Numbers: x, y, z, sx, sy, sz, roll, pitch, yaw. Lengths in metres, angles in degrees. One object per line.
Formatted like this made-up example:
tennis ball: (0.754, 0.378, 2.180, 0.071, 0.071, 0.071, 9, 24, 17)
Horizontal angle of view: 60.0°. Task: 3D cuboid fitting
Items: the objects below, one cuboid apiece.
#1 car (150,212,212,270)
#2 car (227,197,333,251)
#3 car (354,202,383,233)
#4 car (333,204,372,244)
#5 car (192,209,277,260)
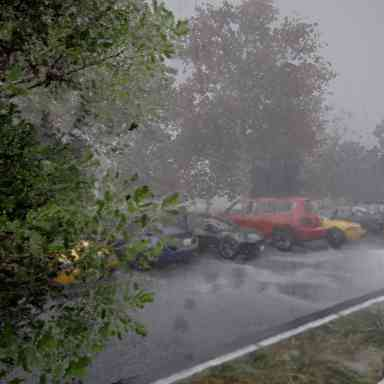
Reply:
car: (-2.057, 1.533, 10.953, 4.792, 1.488, 2.163, -1, -1, 35)
car: (2.785, 1.249, 14.414, 5.566, 2.045, 2.435, -1, 0, 34)
car: (7.635, 1.499, 17.867, 4.892, 1.521, 2.231, -1, 0, 34)
car: (5.381, 1.494, 16.032, 5.366, 1.575, 1.946, -1, -1, 34)
car: (0.418, 1.531, 12.655, 4.792, 1.488, 2.163, -1, -1, 34)
